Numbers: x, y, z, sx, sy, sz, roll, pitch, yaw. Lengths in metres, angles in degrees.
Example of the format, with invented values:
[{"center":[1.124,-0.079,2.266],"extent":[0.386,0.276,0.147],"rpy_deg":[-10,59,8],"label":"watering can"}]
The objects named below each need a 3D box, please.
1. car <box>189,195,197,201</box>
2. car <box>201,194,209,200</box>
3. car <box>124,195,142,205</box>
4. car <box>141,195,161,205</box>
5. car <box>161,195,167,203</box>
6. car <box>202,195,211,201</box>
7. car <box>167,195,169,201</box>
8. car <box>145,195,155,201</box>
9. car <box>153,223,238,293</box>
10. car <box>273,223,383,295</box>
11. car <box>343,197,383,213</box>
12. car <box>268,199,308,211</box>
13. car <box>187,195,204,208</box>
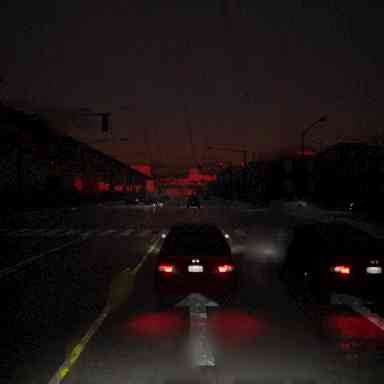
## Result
[{"center":[0.201,1.489,84.656],"extent":[1.837,1.490,4.892],"rpy_deg":[0,0,0],"label":"car"},{"center":[3.726,1.471,94.819],"extent":[2.128,1.511,4.902],"rpy_deg":[0,0,0],"label":"car"},{"center":[-10.434,1.475,57.264],"extent":[1.882,1.535,5.008],"rpy_deg":[0,0,0],"label":"car"},{"center":[-6.935,1.598,57.052],"extent":[1.895,1.301,4.718],"rpy_deg":[0,0,0],"label":"car"},{"center":[-6.836,1.596,68.949],"extent":[1.895,1.301,4.718],"rpy_deg":[0,0,0],"label":"car"},{"center":[3.701,1.515,84.657],"extent":[2.128,1.511,4.902],"rpy_deg":[0,0,0],"label":"car"},{"center":[-6.802,1.471,83.055],"extent":[1.882,1.535,5.008],"rpy_deg":[0,0,0],"label":"car"},{"center":[-10.303,1.471,82.679],"extent":[1.882,1.535,5.008],"rpy_deg":[0,0,0],"label":"car"},{"center":[0.090,1.547,9.000],"extent":[2.033,1.411,5.357],"rpy_deg":[0,0,0],"label":"car"},{"center":[3.581,1.547,8.892],"extent":[2.033,1.411,5.357],"rpy_deg":[0,0,2],"label":"car"},{"center":[19.085,1.350,36.419],"extent":[4.553,1.767,2.097],"rpy_deg":[0,0,0],"label":"car"},{"center":[11.639,1.524,40.321],"extent":[4.674,1.442,1.812],"rpy_deg":[0,0,6],"label":"car"},{"center":[0.213,1.545,46.925],"extent":[2.033,1.411,5.357],"rpy_deg":[0,0,0],"label":"car"}]
